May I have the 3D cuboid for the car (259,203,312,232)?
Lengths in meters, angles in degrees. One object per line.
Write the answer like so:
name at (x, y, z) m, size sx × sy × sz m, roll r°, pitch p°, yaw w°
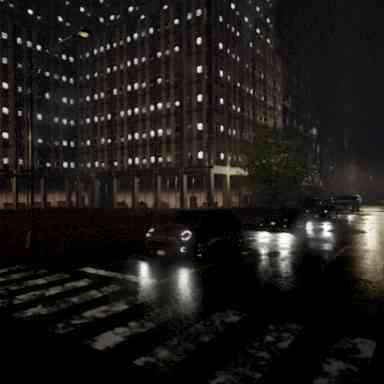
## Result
car at (5.828, 1.641, 21.000) m, size 1.994 × 1.385 × 4.181 m, roll -1°, pitch 0°, yaw 35°

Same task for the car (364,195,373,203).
car at (34.979, 1.582, 67.795) m, size 1.887 × 1.381 × 4.507 m, roll -1°, pitch 0°, yaw 35°

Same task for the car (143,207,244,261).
car at (0.214, 1.429, 12.857) m, size 2.097 × 1.767 × 4.553 m, roll -1°, pitch 0°, yaw 35°

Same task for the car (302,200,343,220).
car at (11.506, 1.675, 29.213) m, size 1.895 × 1.301 × 4.718 m, roll -1°, pitch 0°, yaw 35°

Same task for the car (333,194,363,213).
car at (17.557, 1.286, 37.913) m, size 2.150 × 2.045 × 5.566 m, roll -1°, pitch 0°, yaw 35°

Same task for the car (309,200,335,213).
car at (15.561, 1.660, 39.662) m, size 1.947 × 1.339 × 4.313 m, roll -1°, pitch -1°, yaw 35°

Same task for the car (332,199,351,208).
car at (22.033, 1.660, 49.039) m, size 1.802 × 1.307 × 4.206 m, roll -1°, pitch 0°, yaw 35°

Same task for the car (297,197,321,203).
car at (12.321, 1.414, 34.976) m, size 2.192 × 1.841 × 5.009 m, roll -1°, pitch -1°, yaw 35°
